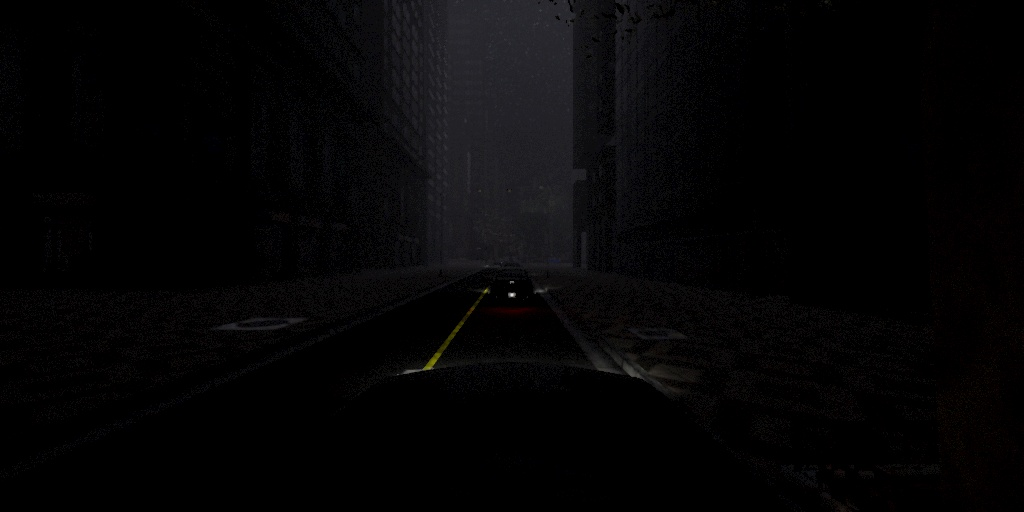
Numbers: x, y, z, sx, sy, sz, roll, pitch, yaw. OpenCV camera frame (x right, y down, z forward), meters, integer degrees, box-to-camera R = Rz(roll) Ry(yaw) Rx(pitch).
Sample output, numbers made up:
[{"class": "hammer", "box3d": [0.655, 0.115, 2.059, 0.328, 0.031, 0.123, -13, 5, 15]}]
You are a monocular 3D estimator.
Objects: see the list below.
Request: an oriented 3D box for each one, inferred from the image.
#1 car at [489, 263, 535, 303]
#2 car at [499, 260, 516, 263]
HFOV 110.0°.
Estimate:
[{"class": "car", "box3d": [0.000, 1.271, 16.500, 1.837, 1.490, 4.892, 0, 0, 0]}, {"class": "car", "box3d": [0.000, 1.284, 31.501, 1.837, 1.490, 4.892, 0, 0, 0]}]
